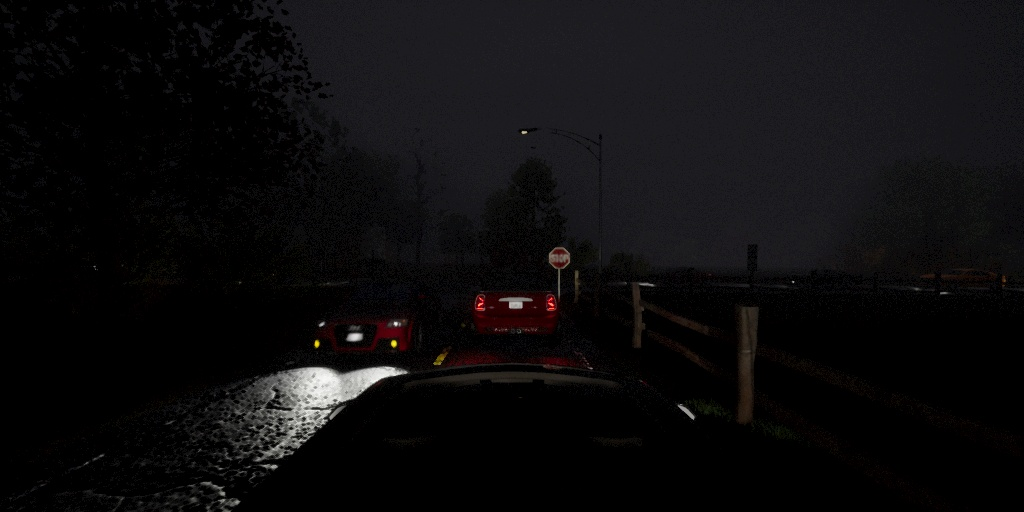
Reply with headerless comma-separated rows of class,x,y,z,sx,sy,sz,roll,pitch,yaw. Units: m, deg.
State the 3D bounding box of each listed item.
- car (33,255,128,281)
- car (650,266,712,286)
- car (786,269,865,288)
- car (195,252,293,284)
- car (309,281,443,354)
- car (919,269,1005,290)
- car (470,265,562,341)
car,-28.670,0.739,23.962,4.553,1.767,2.097,1,1,0
car,12.726,1.483,27.109,4.181,1.385,1.994,1,1,-1
car,23.479,1.673,27.118,4.718,1.301,1.895,1,1,0
car,-17.883,0.756,24.023,5.566,2.045,2.150,1,1,0
car,-2.927,1.312,8.615,1.994,1.385,4.181,0,0,-1
car,33.943,1.701,27.120,5.008,1.535,1.882,1,1,0
car,0.081,1.100,10.015,2.097,1.767,4.553,0,0,0
